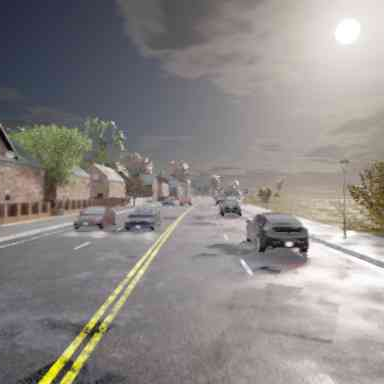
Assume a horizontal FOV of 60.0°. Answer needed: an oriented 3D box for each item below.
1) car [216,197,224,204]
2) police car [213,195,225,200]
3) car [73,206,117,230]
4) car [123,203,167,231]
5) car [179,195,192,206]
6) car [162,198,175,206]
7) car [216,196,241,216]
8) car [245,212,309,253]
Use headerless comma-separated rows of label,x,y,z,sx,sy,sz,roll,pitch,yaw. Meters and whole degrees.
car,6.625,1.912,78.573,2.033,1.649,4.856,0,0,5
police car,5.756,1.840,67.774,1.930,1.638,5.238,0,0,4
car,-6.321,1.653,22.247,1.812,1.442,4.674,0,0,1
car,-3.087,1.677,22.014,2.033,1.411,5.357,0,0,1
car,-1.139,1.601,62.542,2.150,2.045,5.566,0,0,4
car,-4.377,1.921,62.823,2.033,1.411,5.357,0,0,4
car,4.053,1.574,35.818,2.097,1.767,4.553,0,0,2
car,3.458,1.598,14.134,1.837,1.490,4.892,0,0,1
